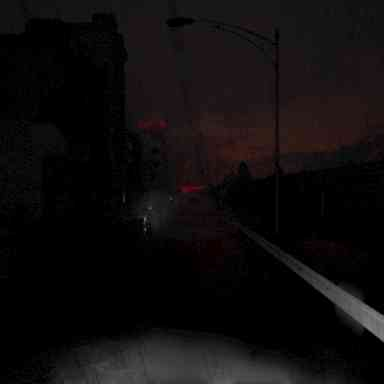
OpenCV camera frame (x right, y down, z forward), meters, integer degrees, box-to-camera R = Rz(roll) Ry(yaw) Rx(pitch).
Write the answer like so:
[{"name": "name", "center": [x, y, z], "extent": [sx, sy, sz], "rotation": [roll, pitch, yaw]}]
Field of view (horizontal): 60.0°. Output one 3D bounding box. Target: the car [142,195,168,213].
[{"name": "car", "center": [-4.100, 1.333, 35.046], "extent": [2.128, 1.511, 4.902], "rotation": [0, 0, 0]}]

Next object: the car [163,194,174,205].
[{"name": "car", "center": [-4.060, 1.106, 54.376], "extent": [2.097, 1.767, 4.553], "rotation": [0, 0, 0]}]

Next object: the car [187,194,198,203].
[{"name": "car", "center": [0.091, 1.204, 60.406], "extent": [1.882, 1.535, 5.008], "rotation": [0, 0, 0]}]

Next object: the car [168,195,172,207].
[{"name": "car", "center": [-4.095, 1.400, 44.330], "extent": [1.895, 1.301, 4.718], "rotation": [0, 0, 0]}]

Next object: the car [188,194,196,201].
[{"name": "car", "center": [-0.008, 1.205, 70.400], "extent": [1.812, 1.442, 4.674], "rotation": [0, 0, 0]}]
